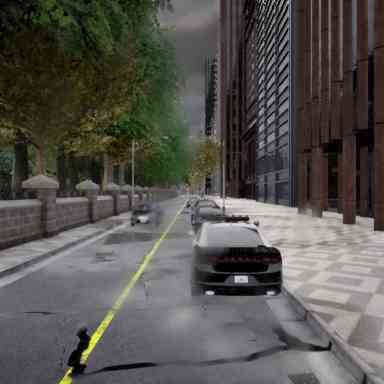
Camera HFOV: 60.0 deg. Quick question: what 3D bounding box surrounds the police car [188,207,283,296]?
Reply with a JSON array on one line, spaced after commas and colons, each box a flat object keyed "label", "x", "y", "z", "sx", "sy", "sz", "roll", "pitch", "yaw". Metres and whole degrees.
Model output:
[{"label": "police car", "x": 0.929, "y": 1.422, "z": 8.794, "sx": 1.930, "sy": 1.638, "sz": 5.238, "roll": 0, "pitch": 0, "yaw": 0}]

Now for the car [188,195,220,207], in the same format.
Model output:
[{"label": "car", "x": 0.986, "y": 1.333, "z": 24.654, "sx": 2.097, "sy": 1.767, "sz": 4.553, "roll": 0, "pitch": 0, "yaw": 0}]

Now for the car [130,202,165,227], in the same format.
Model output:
[{"label": "car", "x": -2.922, "y": 1.476, "z": 22.508, "sx": 2.128, "sy": 1.511, "sz": 4.902, "roll": 0, "pitch": 0, "yaw": 0}]

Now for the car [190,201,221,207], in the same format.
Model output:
[{"label": "car", "x": 0.964, "y": 1.494, "z": 18.684, "sx": 1.837, "sy": 1.490, "sz": 4.892, "roll": 0, "pitch": 0, "yaw": 0}]
